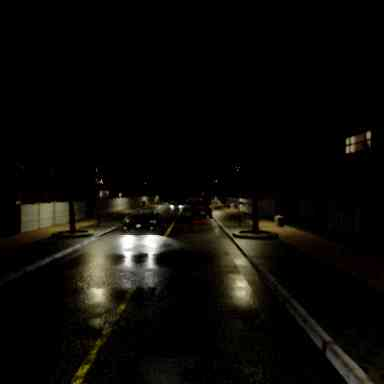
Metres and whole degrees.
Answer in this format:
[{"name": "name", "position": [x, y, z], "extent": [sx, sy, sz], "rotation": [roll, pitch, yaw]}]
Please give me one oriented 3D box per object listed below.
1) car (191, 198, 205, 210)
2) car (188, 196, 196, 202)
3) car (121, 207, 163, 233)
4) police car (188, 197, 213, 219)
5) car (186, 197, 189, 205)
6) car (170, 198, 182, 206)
[{"name": "car", "position": [0.816, 1.666, 46.317], "extent": [1.837, 1.490, 4.892], "rotation": [0, 0, 0]}, {"name": "car", "position": [-0.015, 1.779, 81.735], "extent": [1.994, 1.385, 4.181], "rotation": [0, 0, 0]}, {"name": "car", "position": [-2.852, 1.612, 19.703], "extent": [1.994, 1.385, 4.181], "rotation": [0, 0, 0]}, {"name": "police car", "position": [0.820, 1.512, 30.425], "extent": [1.930, 1.638, 5.238], "rotation": [0, 0, 0]}, {"name": "car", "position": [-0.012, 1.618, 64.778], "extent": [2.097, 1.767, 4.553], "rotation": [0, 0, 0]}, {"name": "car", "position": [-2.803, 1.765, 60.642], "extent": [1.812, 1.442, 4.674], "rotation": [0, 0, 1]}]
